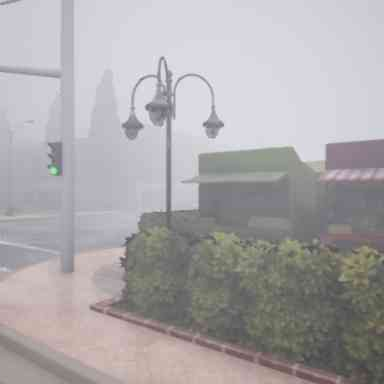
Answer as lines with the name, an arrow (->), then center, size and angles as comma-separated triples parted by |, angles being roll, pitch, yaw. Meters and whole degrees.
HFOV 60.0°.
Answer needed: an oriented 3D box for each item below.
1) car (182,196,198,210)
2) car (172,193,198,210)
car -> 1.525, 1.449, 34.760 | 1.882, 1.535, 5.008 | 0, 0, 37
car -> 0.097, 1.187, 38.679 | 2.150, 2.045, 5.566 | 0, 0, 37
